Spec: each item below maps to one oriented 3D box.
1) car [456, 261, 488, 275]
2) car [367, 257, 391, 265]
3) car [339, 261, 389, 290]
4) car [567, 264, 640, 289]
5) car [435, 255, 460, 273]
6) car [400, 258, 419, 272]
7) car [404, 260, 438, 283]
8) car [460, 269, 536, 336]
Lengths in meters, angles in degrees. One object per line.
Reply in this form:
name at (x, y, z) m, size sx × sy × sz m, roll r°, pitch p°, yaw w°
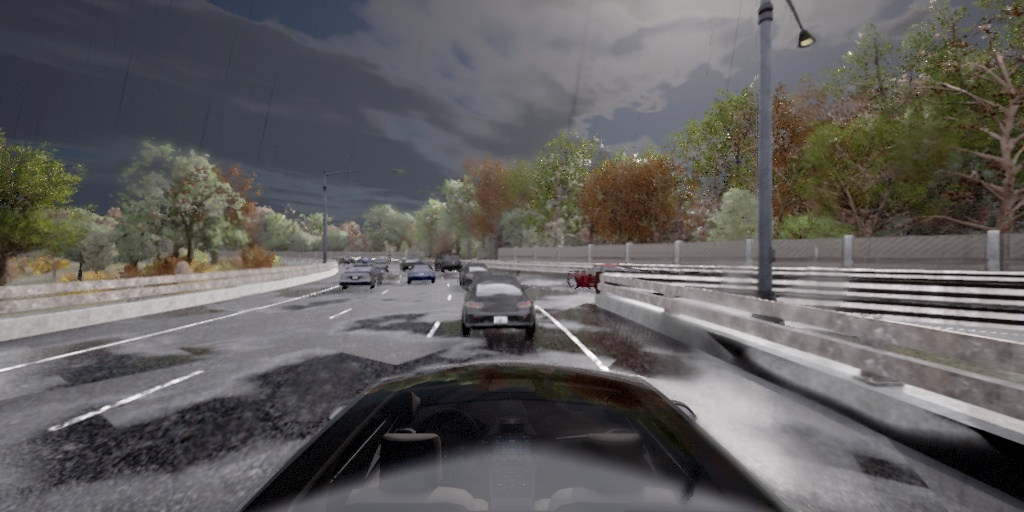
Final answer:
car at (-2.302, 1.232, 22.820) m, size 1.812 × 1.442 × 4.674 m, roll 0°, pitch 0°, yaw -12°
car at (-16.066, 1.162, 43.385) m, size 2.128 × 1.511 × 4.902 m, roll 0°, pitch 0°, yaw -23°
car at (-9.275, 1.259, 22.434) m, size 2.033 × 1.411 × 5.357 m, roll 0°, pitch 0°, yaw -12°
car at (5.257, 1.197, 20.137) m, size 1.882 × 1.535 × 5.008 m, roll 0°, pitch 0°, yaw -38°
car at (-7.488, 0.894, 41.420) m, size 2.150 × 2.045 × 5.566 m, roll 0°, pitch 0°, yaw -24°
car at (-12.860, 1.144, 44.797) m, size 1.882 × 1.535 × 5.008 m, roll 0°, pitch 0°, yaw -23°
car at (-6.935, 1.264, 27.456) m, size 1.994 × 1.385 × 4.181 m, roll 0°, pitch 0°, yaw -14°
car at (-0.455, 1.258, 10.278) m, size 1.812 × 1.442 × 4.674 m, roll 0°, pitch 0°, yaw -5°
